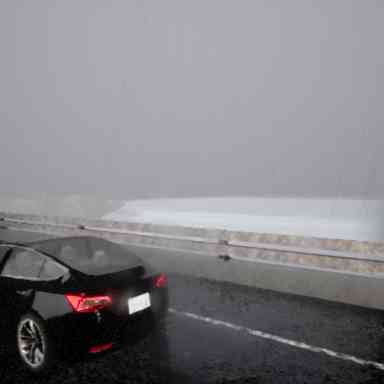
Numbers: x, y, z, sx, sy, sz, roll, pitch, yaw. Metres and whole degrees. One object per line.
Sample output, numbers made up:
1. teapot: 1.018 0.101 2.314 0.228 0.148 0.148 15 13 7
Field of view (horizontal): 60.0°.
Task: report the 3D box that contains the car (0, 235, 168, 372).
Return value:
1. car: -2.587 1.493 5.724 4.792 1.488 2.163 0 0 36
